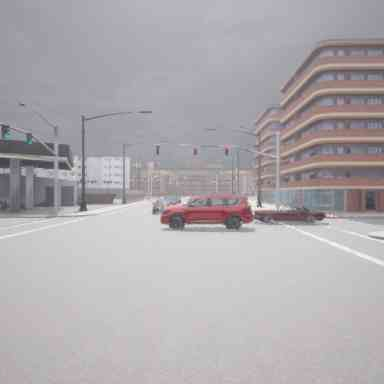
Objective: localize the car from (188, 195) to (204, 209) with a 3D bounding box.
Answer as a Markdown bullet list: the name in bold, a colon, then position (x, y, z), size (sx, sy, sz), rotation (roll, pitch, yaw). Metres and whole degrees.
- **car**: position (0.538, 1.352, 46.921), size (2.097, 1.767, 4.553), rotation (0, 0, 0)

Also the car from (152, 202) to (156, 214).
- **car**: position (-3.076, 1.491, 35.209), size (2.128, 1.511, 4.902), rotation (0, 0, 0)

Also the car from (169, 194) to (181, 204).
- **car**: position (-3.208, 1.352, 65.098), size (2.097, 1.767, 4.553), rotation (0, 0, 0)

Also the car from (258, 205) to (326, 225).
- **car**: position (6.841, 1.600, 23.738), size (4.718, 1.301, 1.895), rotation (0, 0, 1)

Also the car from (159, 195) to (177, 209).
- **car**: position (-3.133, 1.352, 44.927), size (2.097, 1.767, 4.553), rotation (0, 0, 0)

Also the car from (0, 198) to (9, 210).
- **car**: position (-23.943, 1.456, 39.401), size (3.806, 1.475, 1.970), rotation (0, 0, 1)

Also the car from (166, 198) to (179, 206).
- **car**: position (-3.192, 1.601, 54.922), size (1.895, 1.301, 4.718), rotation (0, 0, 0)

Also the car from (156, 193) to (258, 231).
- **car**: position (0.880, 1.221, 20.296), size (5.566, 2.045, 2.150), rotation (0, 0, 1)
